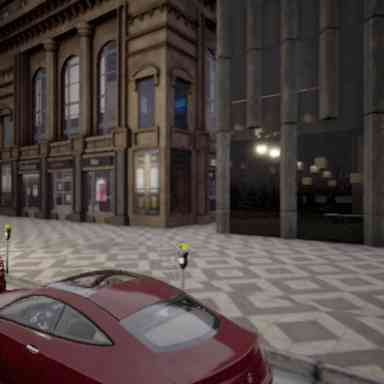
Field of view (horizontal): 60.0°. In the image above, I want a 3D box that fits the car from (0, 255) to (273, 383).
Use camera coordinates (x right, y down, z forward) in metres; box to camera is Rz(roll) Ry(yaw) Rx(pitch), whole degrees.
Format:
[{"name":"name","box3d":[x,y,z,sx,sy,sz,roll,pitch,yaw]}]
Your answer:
[{"name":"car","box3d":[-1.200,1.583,3.816,4.206,1.307,1.802,0,0,35]}]
